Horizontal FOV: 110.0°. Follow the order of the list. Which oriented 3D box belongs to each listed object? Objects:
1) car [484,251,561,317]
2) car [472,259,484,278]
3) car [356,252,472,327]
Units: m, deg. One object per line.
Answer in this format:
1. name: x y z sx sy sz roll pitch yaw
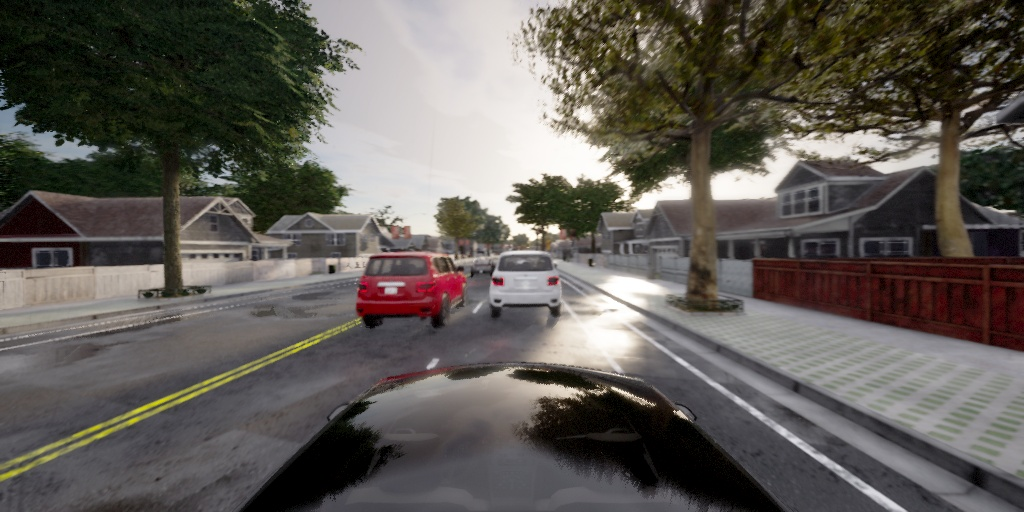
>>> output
1. car: 0.465 0.845 12.725 2.150 2.045 5.566 -1 1 2
2. car: -2.279 0.958 29.730 2.128 1.511 4.902 -1 1 2
3. car: -2.829 0.895 11.306 2.150 2.045 5.566 -1 1 2
